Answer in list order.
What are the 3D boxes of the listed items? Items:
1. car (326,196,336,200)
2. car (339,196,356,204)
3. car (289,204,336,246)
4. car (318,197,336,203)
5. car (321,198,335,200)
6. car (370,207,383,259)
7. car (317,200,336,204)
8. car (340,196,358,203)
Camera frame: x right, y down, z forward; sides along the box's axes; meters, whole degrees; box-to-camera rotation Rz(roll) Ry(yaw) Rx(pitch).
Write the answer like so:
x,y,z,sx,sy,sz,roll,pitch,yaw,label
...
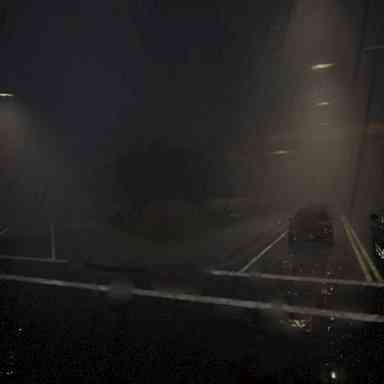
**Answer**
x,y,z,sx,sy,sz,roll,pitch,yaw,label
28.657,1.846,70.581,4.974,1.542,2.038,-1,-1,-43,car
32.372,1.703,68.689,2.038,1.542,4.974,-2,-1,2,car
5.854,1.587,16.104,1.882,1.535,5.008,-2,-1,23,car
28.690,1.689,70.619,4.536,1.218,1.853,-1,-1,-43,car
14.295,1.738,36.142,1.812,1.442,4.674,-2,-1,23,car
6.631,1.193,9.661,2.150,2.045,5.566,-3,-1,24,car
9.846,1.636,25.609,1.882,1.535,5.008,-2,-1,23,car
32.370,1.546,68.744,1.853,1.218,4.536,-2,-1,2,car
